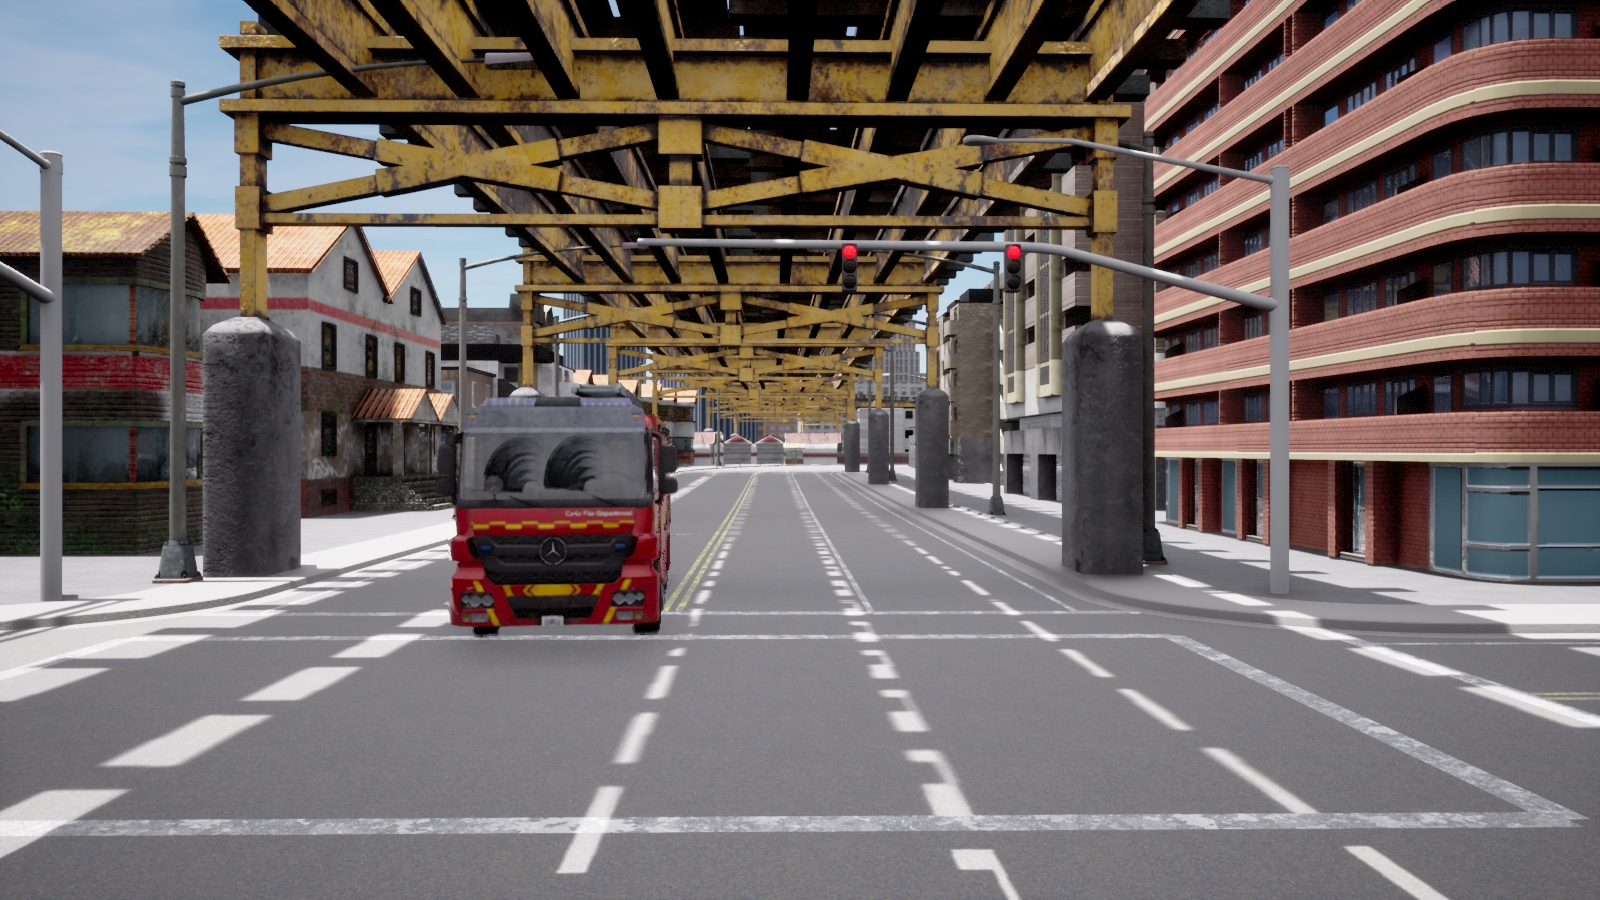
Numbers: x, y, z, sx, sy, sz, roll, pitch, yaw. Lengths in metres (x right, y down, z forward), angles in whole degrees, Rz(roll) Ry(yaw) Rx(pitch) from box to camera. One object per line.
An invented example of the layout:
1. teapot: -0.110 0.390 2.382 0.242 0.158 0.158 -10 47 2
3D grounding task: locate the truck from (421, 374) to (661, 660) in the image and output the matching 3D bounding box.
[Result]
1. truck: -3.992 0.890 19.610 2.891 3.827 8.468 0 0 -5
